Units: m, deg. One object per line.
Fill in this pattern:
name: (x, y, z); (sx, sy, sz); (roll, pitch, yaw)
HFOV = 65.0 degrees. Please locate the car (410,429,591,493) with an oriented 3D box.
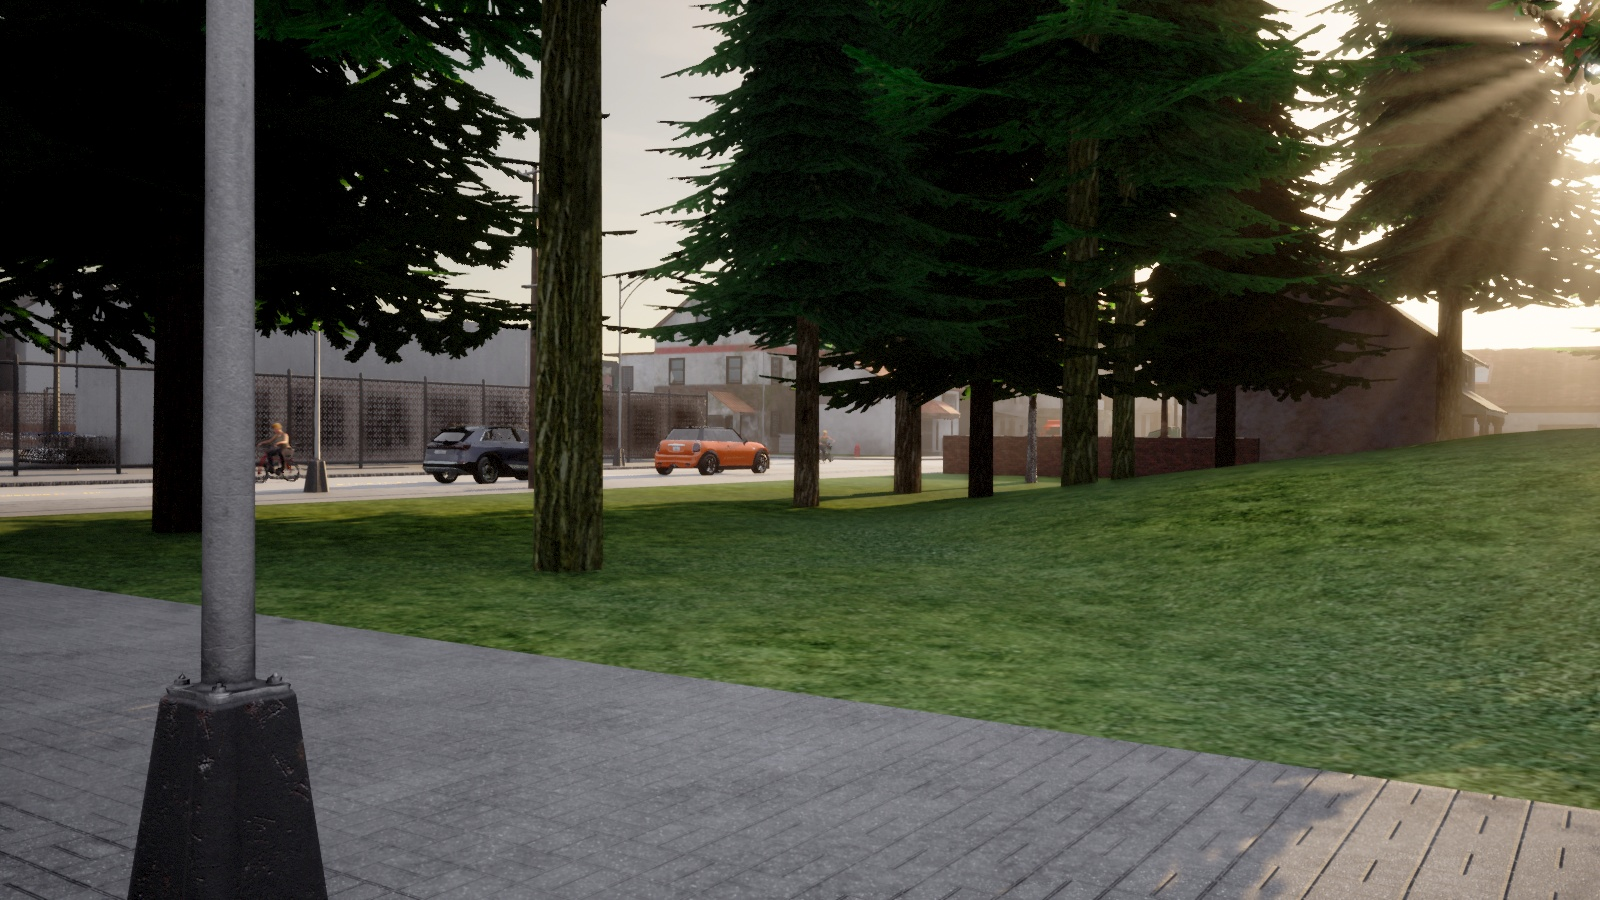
car: (-8.315, 0.255, 35.293); (2.033, 1.649, 4.856); (0, 1, 34)

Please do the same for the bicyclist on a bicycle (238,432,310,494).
bicyclist on a bicycle: (-14.132, 0.336, 33.781); (0.866, 1.612, 1.509); (0, 2, 33)

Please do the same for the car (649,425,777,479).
car: (-2.931, 0.024, 43.387); (2.097, 1.767, 4.553); (0, 1, 33)

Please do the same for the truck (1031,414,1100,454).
truck: (17.161, -1.016, 80.939); (2.627, 2.467, 5.204); (0, 1, 33)
